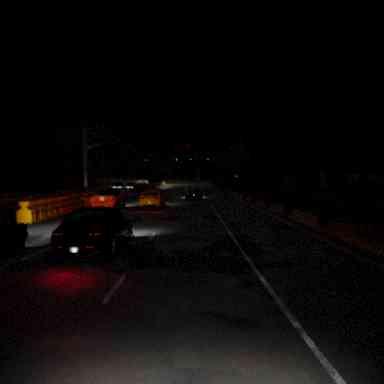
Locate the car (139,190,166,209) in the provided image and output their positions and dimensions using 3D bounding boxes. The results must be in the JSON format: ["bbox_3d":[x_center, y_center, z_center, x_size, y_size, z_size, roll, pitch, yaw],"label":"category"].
[{"bbox_3d":[-3.337,0.558,28.596,1.882,1.535,5.008,0,3,0],"label":"car"}]

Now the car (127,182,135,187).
[{"bbox_3d":[-17.086,-2.158,92.930,1.994,1.385,4.181,0,2,0],"label":"car"}]

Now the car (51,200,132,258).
[{"bbox_3d":[-3.398,1.303,12.008,1.837,1.490,4.892,0,3,0],"label":"car"}]

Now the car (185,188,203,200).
[{"bbox_3d":[0.222,0.189,39.096,1.994,1.385,4.181,0,2,0],"label":"car"}]

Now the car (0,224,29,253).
[{"bbox_3d":[-6.900,1.466,10.070,1.895,1.301,4.718,0,2,0],"label":"car"}]

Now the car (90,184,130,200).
[{"bbox_3d":[-6.841,0.482,27.441,2.097,1.767,4.553,0,3,0],"label":"car"}]

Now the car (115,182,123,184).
[{"bbox_3d":[-20.586,-2.159,92.949,1.994,1.385,4.181,0,2,0],"label":"car"}]
